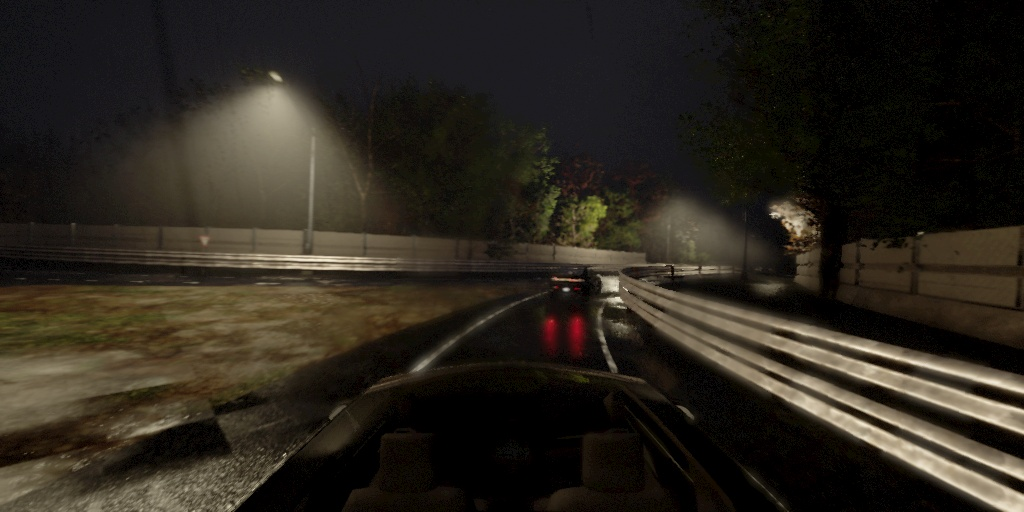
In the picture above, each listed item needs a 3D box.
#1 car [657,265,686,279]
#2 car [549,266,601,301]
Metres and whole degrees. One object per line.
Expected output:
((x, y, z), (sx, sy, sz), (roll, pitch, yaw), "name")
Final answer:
((17.176, 1.696, 38.609), (1.994, 1.385, 4.181), (2, 1, 41), "car")
((3.207, 1.250, 17.572), (2.128, 1.511, 4.902), (2, 0, 21), "car")
